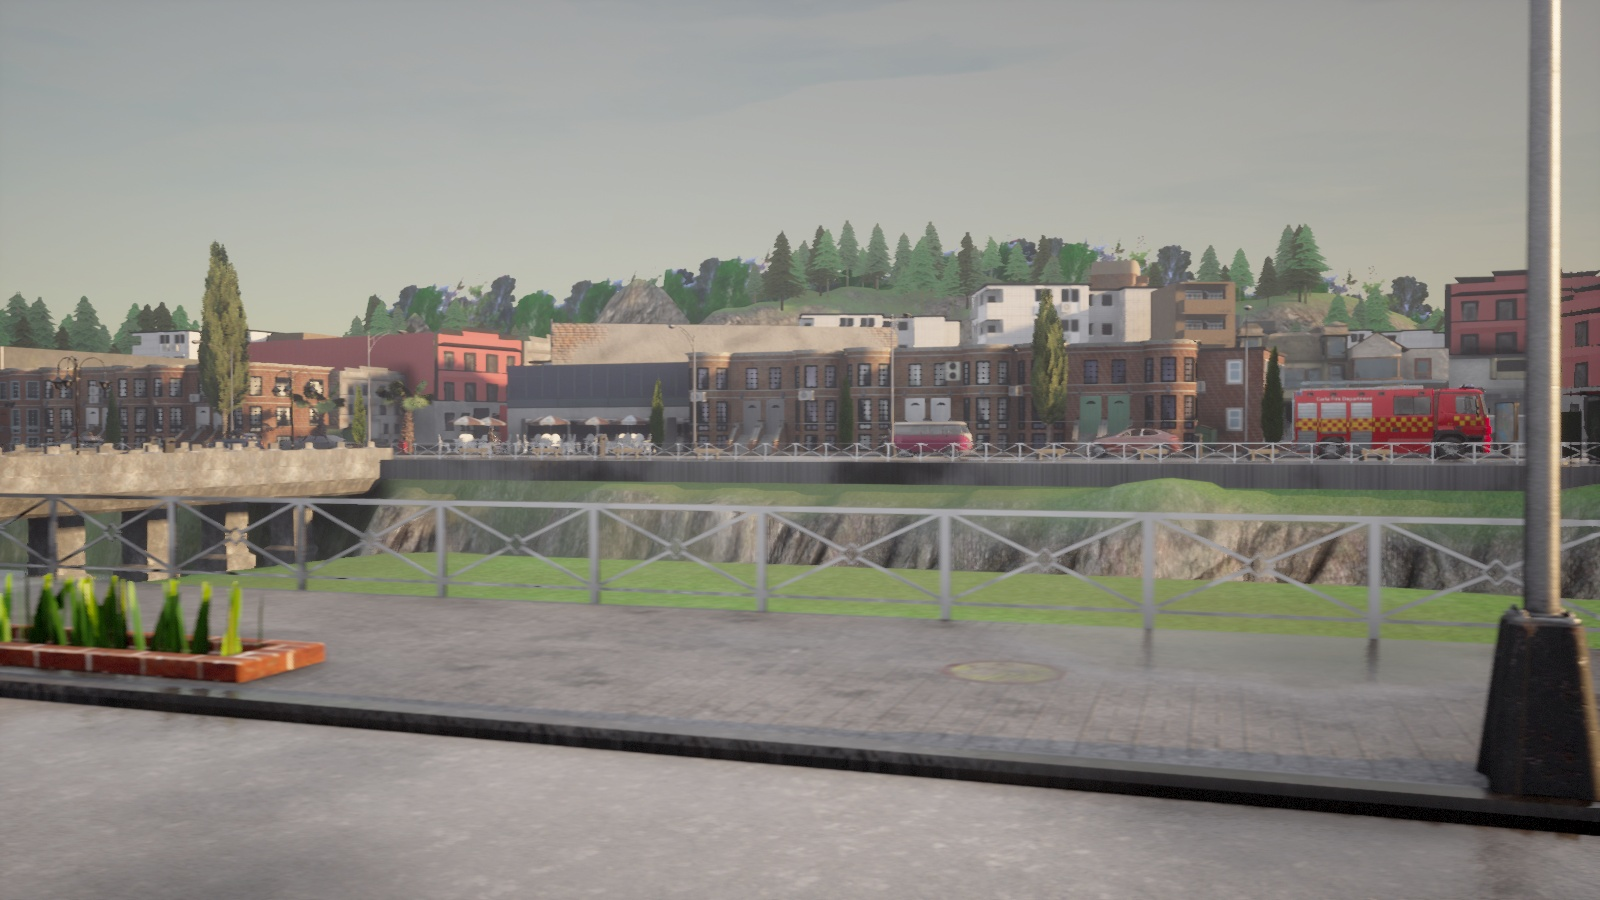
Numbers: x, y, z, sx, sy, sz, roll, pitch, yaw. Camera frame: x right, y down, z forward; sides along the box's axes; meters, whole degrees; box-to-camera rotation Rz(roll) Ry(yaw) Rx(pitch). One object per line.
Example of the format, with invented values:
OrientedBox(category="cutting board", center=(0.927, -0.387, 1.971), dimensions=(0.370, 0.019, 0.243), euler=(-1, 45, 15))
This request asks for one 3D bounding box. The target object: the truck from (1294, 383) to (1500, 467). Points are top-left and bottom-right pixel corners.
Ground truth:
OrientedBox(category="truck", center=(28.020, -1.183, 59.369), dimensions=(8.468, 3.827, 2.891), euler=(1, 1, 19))

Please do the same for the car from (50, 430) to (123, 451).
OrientedBox(category="car", center=(-48.305, -0.653, 85.040), dimensions=(4.181, 1.385, 1.994), euler=(1, 1, 19))

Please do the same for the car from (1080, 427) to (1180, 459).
OrientedBox(category="car", center=(17.643, -0.403, 67.090), dimensions=(5.027, 1.651, 2.152), euler=(1, 1, 19))

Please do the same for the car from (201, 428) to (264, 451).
OrientedBox(category="car", center=(-38.867, -0.720, 86.086), dimensions=(3.705, 1.549, 1.789), euler=(1, 1, 19))

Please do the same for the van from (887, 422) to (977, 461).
OrientedBox(category="van", center=(6.966, -0.459, 66.459), dimensions=(4.442, 1.987, 1.775), euler=(1, 1, 19))

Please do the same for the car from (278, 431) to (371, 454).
OrientedBox(category="car", center=(-29.843, -0.501, 78.835), dimensions=(5.357, 1.411, 2.033), euler=(1, 1, 19))
